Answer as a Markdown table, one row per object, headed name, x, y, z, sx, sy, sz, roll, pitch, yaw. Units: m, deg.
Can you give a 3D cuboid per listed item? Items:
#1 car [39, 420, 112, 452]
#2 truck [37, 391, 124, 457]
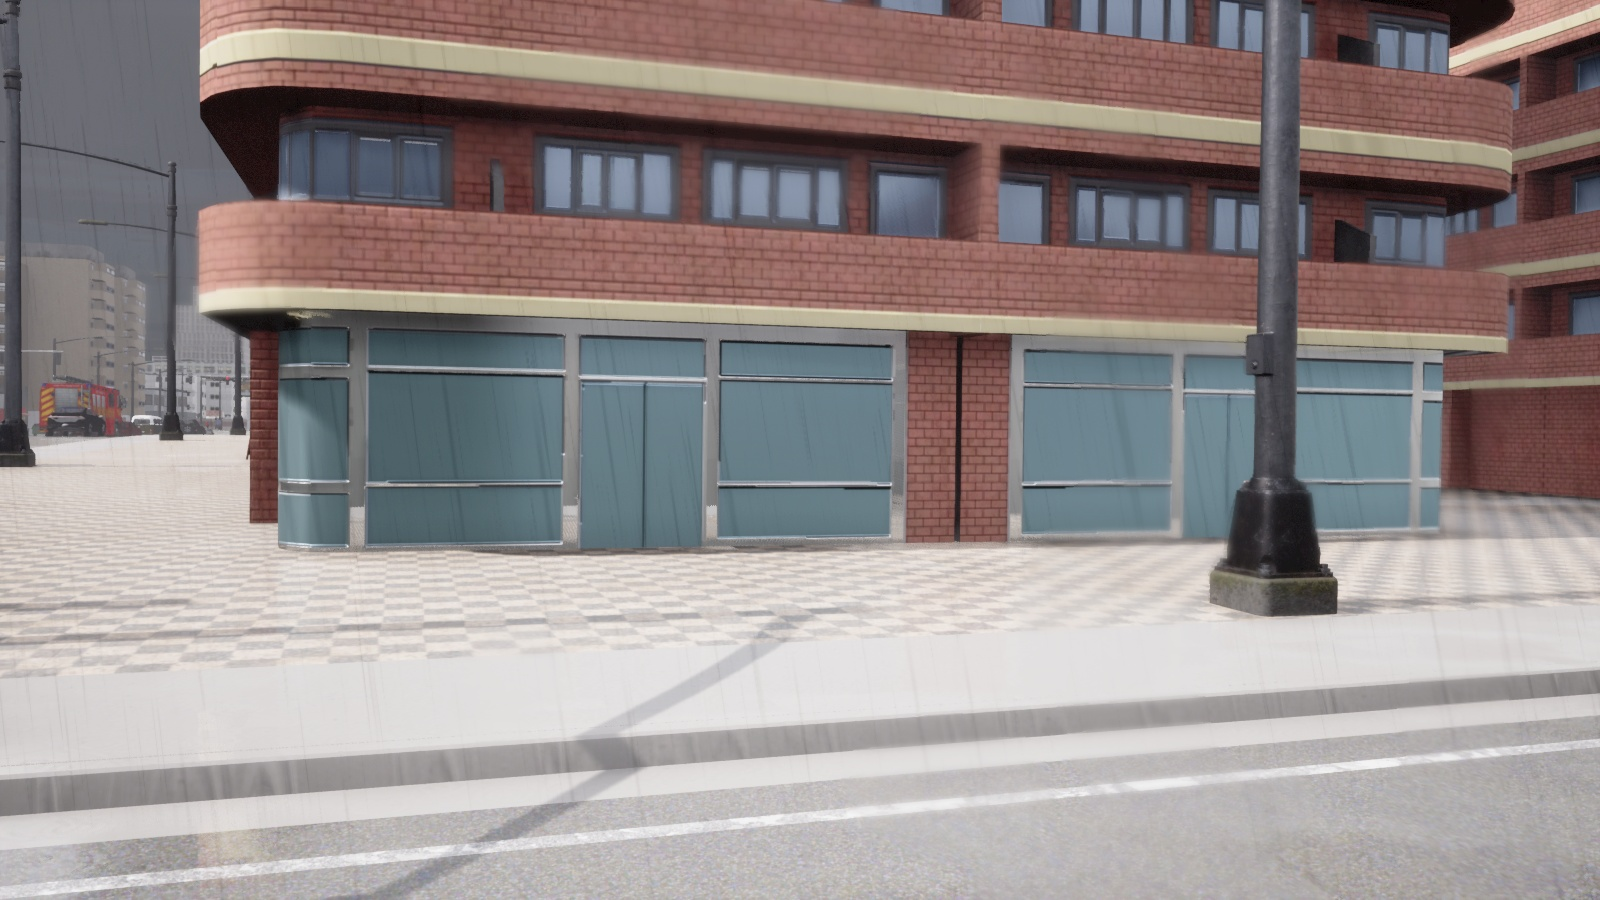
| name | x | y | z | sx | sy | sz | roll | pitch | yaw |
| --- | --- | --- | --- | --- | --- | --- | --- | --- | --- |
| car | -36.252 | -0.664 | 62.979 | 2.128 | 1.511 | 4.902 | -1 | 0 | -18 |
| truck | -44.921 | -1.537 | 78.713 | 2.891 | 3.827 | 8.468 | -1 | -1 | -17 |
